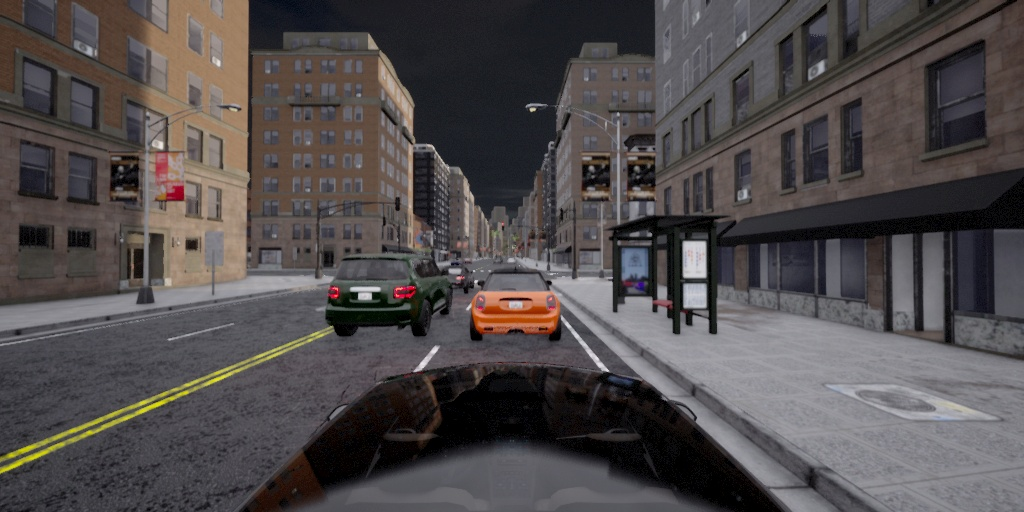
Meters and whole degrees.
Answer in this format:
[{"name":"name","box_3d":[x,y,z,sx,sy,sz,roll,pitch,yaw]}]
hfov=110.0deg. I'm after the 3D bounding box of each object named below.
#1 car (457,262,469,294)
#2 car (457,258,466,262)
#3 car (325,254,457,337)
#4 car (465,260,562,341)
[{"name":"car","box_3d":[-3.199,1.260,20.108,1.812,1.442,4.674,0,0,0]},{"name":"car","box_3d":[-9.949,1.292,64.254,1.895,1.301,4.718,0,0,0]},{"name":"car","box_3d":[-3.172,0.963,10.400,2.150,2.045,5.566,0,0,0]},{"name":"car","box_3d":[0.080,1.094,10.015,2.097,1.767,4.553,0,0,0]}]
